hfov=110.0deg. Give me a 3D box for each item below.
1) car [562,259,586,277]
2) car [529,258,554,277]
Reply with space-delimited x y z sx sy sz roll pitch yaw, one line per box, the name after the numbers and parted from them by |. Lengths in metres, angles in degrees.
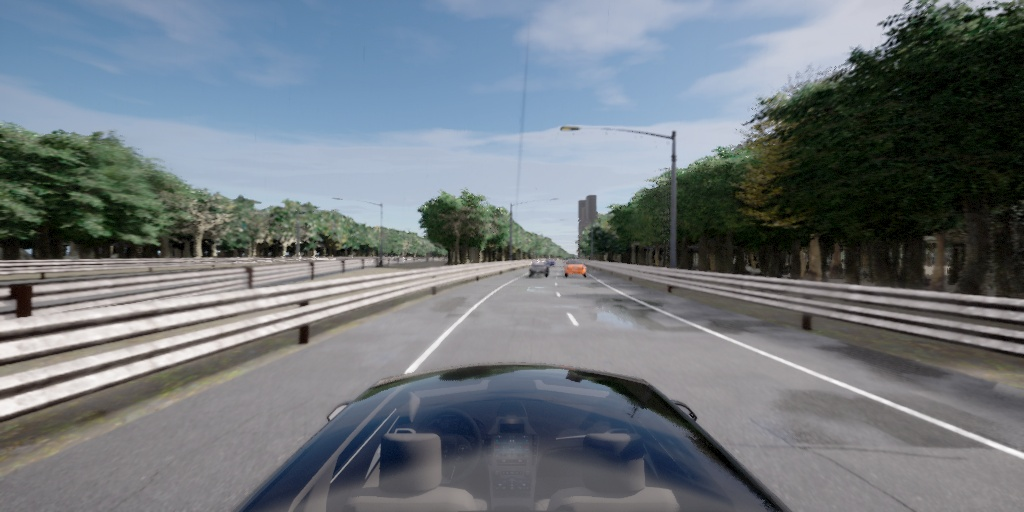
6.344 1.167 36.282 2.097 1.767 4.553 0 0 8 | car
2.789 1.279 36.117 2.128 1.511 4.902 0 0 8 | car
